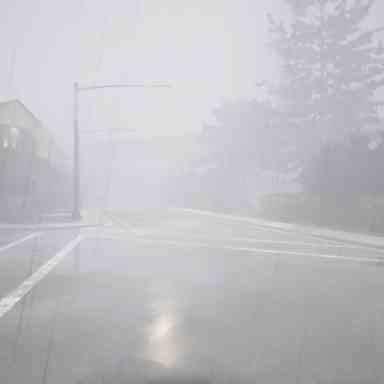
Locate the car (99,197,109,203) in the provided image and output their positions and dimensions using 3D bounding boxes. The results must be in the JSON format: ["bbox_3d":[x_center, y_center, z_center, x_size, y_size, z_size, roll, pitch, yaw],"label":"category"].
[{"bbox_3d":[-19.020,1.621,71.934,1.895,1.301,4.718,0,0,-11],"label":"car"}]
